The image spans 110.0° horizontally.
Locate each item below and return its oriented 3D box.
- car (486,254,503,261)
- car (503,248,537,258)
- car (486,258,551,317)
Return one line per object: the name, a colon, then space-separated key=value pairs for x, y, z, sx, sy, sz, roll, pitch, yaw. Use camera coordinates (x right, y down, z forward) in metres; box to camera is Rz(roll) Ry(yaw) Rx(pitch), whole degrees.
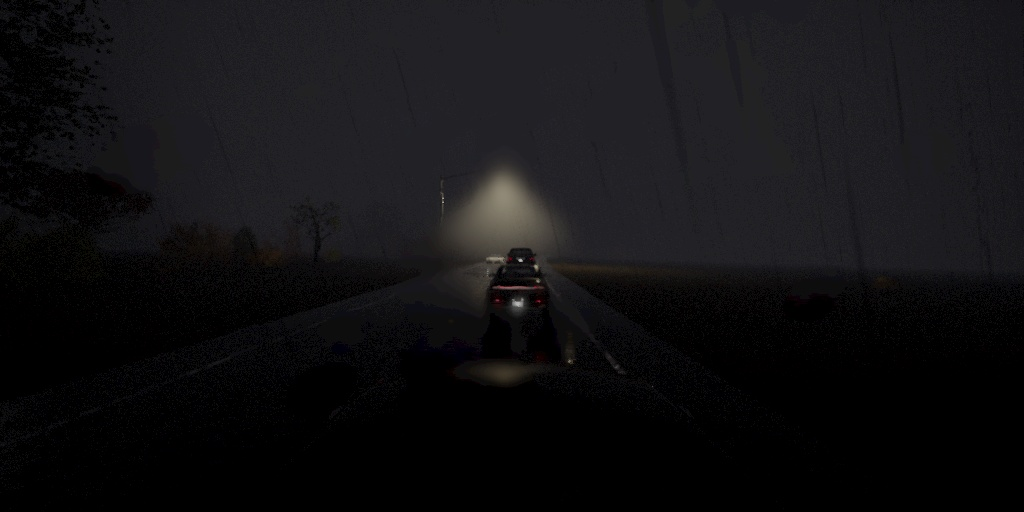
car: x=-2.076 y=0.429 z=45.029 sx=1.895 sy=1.301 sz=4.718 roll=0 pitch=1 yaw=4
car: x=0.758 y=0.380 z=28.586 sx=2.150 sy=2.045 sz=5.566 roll=0 pitch=1 yaw=3
car: x=0.238 y=1.011 z=11.967 sx=2.128 sy=1.511 sz=4.902 roll=0 pitch=1 yaw=1
